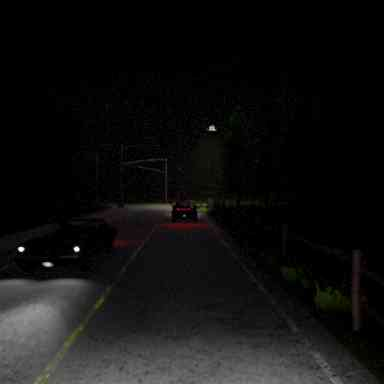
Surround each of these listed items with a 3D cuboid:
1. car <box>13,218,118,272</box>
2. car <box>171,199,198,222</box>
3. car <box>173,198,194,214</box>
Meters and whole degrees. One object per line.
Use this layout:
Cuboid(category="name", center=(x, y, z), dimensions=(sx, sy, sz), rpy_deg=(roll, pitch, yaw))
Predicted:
Cuboid(category="car", center=(-3.789, 1.567, 10.852), dimensions=(1.895, 1.301, 4.718), rpy_deg=(0, 0, -1))
Cuboid(category="car", center=(-0.559, 1.401, 25.179), dimensions=(2.128, 1.511, 4.902), rpy_deg=(0, 0, -1))
Cuboid(category="car", center=(-0.888, 1.417, 35.355), dimensions=(2.033, 1.411, 5.357), rpy_deg=(0, 0, -2))
